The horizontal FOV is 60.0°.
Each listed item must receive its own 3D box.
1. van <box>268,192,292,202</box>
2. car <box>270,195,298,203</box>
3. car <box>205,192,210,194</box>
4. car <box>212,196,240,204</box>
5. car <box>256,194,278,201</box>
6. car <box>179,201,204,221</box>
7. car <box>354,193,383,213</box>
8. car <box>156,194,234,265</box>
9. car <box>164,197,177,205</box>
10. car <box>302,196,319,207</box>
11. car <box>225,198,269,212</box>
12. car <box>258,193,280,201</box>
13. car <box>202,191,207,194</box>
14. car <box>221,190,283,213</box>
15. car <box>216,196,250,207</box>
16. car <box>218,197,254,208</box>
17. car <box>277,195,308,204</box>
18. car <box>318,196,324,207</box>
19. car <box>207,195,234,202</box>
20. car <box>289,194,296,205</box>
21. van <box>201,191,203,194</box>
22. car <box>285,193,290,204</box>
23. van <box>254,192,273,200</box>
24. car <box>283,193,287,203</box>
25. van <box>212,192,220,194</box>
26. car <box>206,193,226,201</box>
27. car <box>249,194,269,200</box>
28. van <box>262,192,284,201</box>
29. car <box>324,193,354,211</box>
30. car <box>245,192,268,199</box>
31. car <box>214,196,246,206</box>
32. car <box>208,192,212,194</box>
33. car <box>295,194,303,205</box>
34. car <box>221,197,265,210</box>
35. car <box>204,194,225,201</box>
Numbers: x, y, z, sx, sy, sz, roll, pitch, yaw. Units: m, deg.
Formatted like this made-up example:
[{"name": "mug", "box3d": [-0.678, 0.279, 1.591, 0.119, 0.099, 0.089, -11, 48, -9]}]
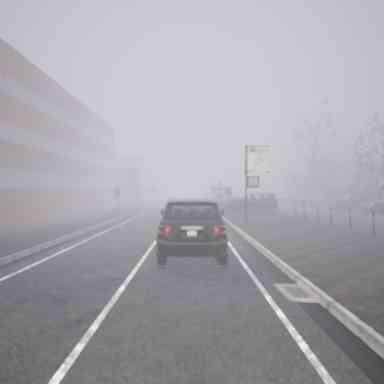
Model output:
[{"name": "van", "box3d": [18.287, 1.091, 68.978, 4.442, 1.987, 1.878, 0, 0, -1]}, {"name": "car", "box3d": [18.224, 1.323, 66.280, 5.008, 1.535, 2.097, 0, 0, -1]}, {"name": "car", "box3d": [5.521, 1.328, 63.037, 5.366, 1.575, 1.946, 0, 0, -1]}, {"name": "car", "box3d": [5.804, 1.382, 57.390, 4.674, 1.452, 2.002, 0, 0, -1]}, {"name": "car", "box3d": [18.006, 1.323, 80.270, 4.792, 1.488, 2.163, 0, 0, -1]}, {"name": "car", "box3d": [-0.033, 1.552, 28.295, 1.994, 1.385, 4.181, 0, 0, 0]}, {"name": "car", "box3d": [18.765, 1.246, 32.267, 4.553, 1.767, 2.185, 0, 1, -1]}, {"name": "car", "box3d": [0.020, 1.220, 11.854, 2.150, 2.045, 5.566, 0, 0, 0]}, {"name": "car", "box3d": [-3.651, 1.498, 57.356, 1.895, 1.301, 4.718, 0, 0, 0]}, {"name": "car", "box3d": [18.569, 1.365, 46.392, 4.892, 1.521, 2.231, 0, 0, -1]}, {"name": "car", "box3d": [6.156, 1.418, 37.612, 4.674, 1.452, 2.002, 0, 0, -1]}, {"name": "car", "box3d": [17.990, 1.173, 77.571, 4.553, 1.767, 2.185, 0, 0, -1]}, {"name": "car", "box3d": [5.584, 1.061, 71.517, 5.566, 2.045, 2.435, 0, 0, -1]}, {"name": "car", "box3d": [6.180, 1.128, 34.787, 5.566, 2.045, 2.435, 0, 0, -1]}, {"name": "car", "box3d": [5.960, 1.400, 48.914, 4.674, 1.452, 2.002, 0, 0, -1]}, {"name": "car", "box3d": [6.005, 1.406, 46.089, 4.674, 1.452, 2.002, 0, 0, -1]}, {"name": "car", "box3d": [18.314, 1.334, 60.633, 5.008, 1.535, 2.097, 0, 0, -1]}, {"name": "car", "box3d": [18.684, 1.374, 40.747, 4.892, 1.521, 2.231, 0, 0, -1]}, {"name": "car", "box3d": [5.791, 1.316, 68.694, 5.366, 1.575, 1.946, 0, 0, -1]}, {"name": "car", "box3d": [18.468, 1.352, 52.039, 5.008, 1.535, 2.097, 0, 0, -1]}, {"name": "van", "box3d": [5.369, 1.019, 88.608, 4.442, 1.987, 1.878, 0, 1, -1]}, {"name": "car", "box3d": [18.451, 1.376, 54.864, 4.792, 1.488, 2.163, 0, 0, -1]}, {"name": "van", "box3d": [17.806, 1.062, 83.093, 4.442, 1.987, 1.878, 0, 0, -1]}, {"name": "car", "box3d": [18.374, 1.340, 57.810, 5.008, 1.535, 2.097, 0, 0, -1]}, {"name": "van", "box3d": [5.974, 1.122, 54.566, 4.442, 1.987, 1.878, 0, 0, -1]}, {"name": "car", "box3d": [5.487, 1.175, 77.167, 4.553, 1.767, 2.185, 0, 0, -1]}, {"name": "car", "box3d": [17.819, 1.242, 88.875, 5.008, 1.535, 2.097, 0, 1, -1]}, {"name": "van", "box3d": [18.190, 1.080, 74.627, 4.442, 1.987, 1.878, 0, 0, -1]}, {"name": "car", "box3d": [18.697, 1.125, 38.046, 5.566, 2.045, 2.435, 0, 0, -1]}, {"name": "car", "box3d": [17.747, 0.939, 91.704, 5.566, 2.045, 2.435, 0, 1, -1]}, {"name": "car", "box3d": [5.878, 1.384, 51.739, 4.792, 1.488, 2.163, 0, 0, -1]}, {"name": "car", "box3d": [5.942, 1.333, 60.218, 5.366, 1.575, 1.946, 0, 0, -1]}, {"name": "car", "box3d": [18.517, 1.358, 49.216, 5.008, 1.535, 2.097, 0, 0, -1]}, {"name": "car", "box3d": [6.103, 1.375, 40.439, 5.008, 1.535, 2.097, 0, 0, -1]}, {"name": "car", "box3d": [5.400, 1.295, 79.992, 5.008, 1.535, 2.097, 0, 0, -1]}]
